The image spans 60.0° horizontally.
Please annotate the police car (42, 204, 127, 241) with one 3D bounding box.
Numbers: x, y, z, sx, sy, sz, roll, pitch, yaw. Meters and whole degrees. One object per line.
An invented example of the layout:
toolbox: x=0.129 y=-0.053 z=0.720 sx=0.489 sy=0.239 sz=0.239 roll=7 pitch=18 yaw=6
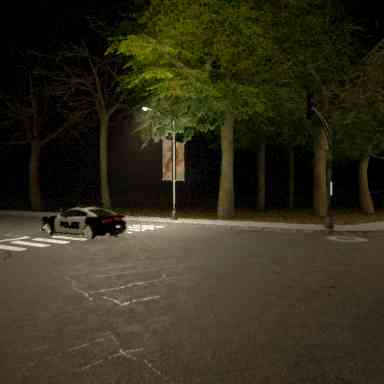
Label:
police car: x=-5.714 y=1.460 z=17.184 sx=5.238 sy=1.638 sz=1.930 roll=0 pitch=0 yaw=31
